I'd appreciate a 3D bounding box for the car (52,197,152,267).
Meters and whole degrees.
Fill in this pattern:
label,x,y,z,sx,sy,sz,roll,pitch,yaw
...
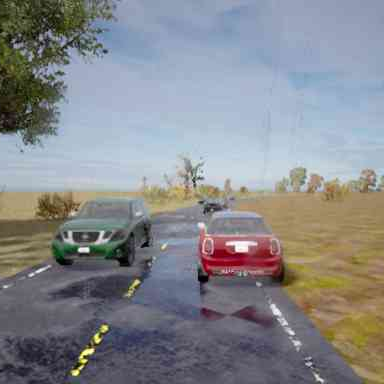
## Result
label,x,y,z,sx,sy,sz,roll,pitch,yaw
car,-2.793,1.209,11.724,2.150,2.045,5.566,0,0,3

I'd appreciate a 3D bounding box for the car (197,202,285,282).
label,x,y,z,sx,sy,sz,roll,pitch,yaw
car,1.241,1.341,9.880,2.097,1.767,4.553,0,0,2

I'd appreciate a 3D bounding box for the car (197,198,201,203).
label,x,y,z,sx,sy,sz,roll,pitch,yaw
car,2.110,1.520,53.583,1.895,1.301,4.718,0,0,11

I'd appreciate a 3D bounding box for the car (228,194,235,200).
label,x,y,z,sx,sy,sz,roll,pitch,yaw
car,9.503,1.341,83.274,2.128,1.511,4.902,0,0,17

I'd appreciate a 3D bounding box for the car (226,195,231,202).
label,x,y,z,sx,sy,sz,roll,pitch,yaw
car,3.888,1.480,46.424,2.033,1.411,5.357,0,0,11

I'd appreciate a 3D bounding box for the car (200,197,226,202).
label,x,y,z,sx,sy,sz,roll,pitch,yaw
car,2.268,1.460,34.562,1.837,1.490,4.892,0,0,8
